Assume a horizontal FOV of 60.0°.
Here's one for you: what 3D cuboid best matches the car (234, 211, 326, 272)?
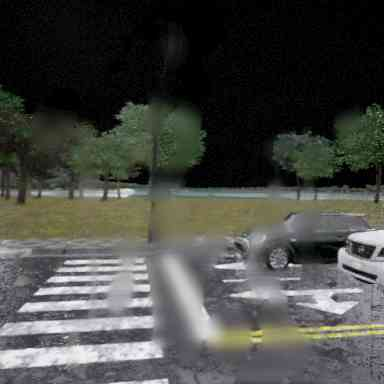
[{"bbox_3d":[3.680,1.418,10.715,4.553,1.767,2.097,1,0,-10],"label":"car"}]

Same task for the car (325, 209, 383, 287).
[{"bbox_3d":[6.401,1.321,7.883,5.566,2.045,2.150,1,0,-10],"label":"car"}]
